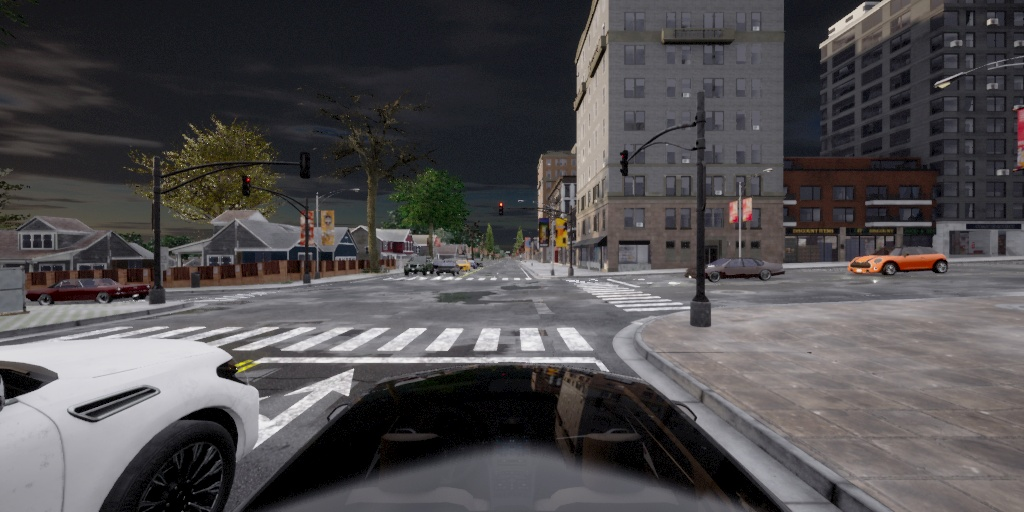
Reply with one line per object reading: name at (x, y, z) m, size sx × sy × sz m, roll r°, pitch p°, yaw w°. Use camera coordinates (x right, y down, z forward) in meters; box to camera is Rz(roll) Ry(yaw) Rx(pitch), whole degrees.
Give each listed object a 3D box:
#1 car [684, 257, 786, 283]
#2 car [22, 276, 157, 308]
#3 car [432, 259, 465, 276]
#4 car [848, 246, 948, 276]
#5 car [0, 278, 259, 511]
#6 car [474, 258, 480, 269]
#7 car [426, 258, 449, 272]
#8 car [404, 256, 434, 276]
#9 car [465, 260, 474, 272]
car at (13.507, 0.793, 21.879) m, size 5.357 × 1.411 × 2.033 m, roll -2°, pitch 0°, yaw 0°
car at (-21.638, 1.807, 18.524) m, size 4.718 × 1.301 × 1.895 m, roll -2°, pitch 0°, yaw 0°
car at (-6.629, 1.316, 37.888) m, size 2.033 × 1.411 × 5.357 m, roll 0°, pitch 0°, yaw 0°
car at (23.427, 0.218, 21.911) m, size 4.553 × 1.767 × 2.097 m, roll -2°, pitch 0°, yaw 0°
car at (-3.146, 0.972, 0.545) m, size 2.150 × 2.045 × 5.566 m, roll 0°, pitch 0°, yaw 0°
car at (-6.640, 1.333, 57.016) m, size 1.812 × 1.442 × 4.674 m, roll 0°, pitch 0°, yaw 0°
car at (-9.884, 1.137, 48.053) m, size 2.097 × 1.767 × 4.553 m, roll 0°, pitch 0°, yaw 0°
car at (-9.875, 0.991, 38.581) m, size 2.150 × 2.045 × 5.566 m, roll 0°, pitch 0°, yaw 0°
car at (-6.637, 1.261, 47.679) m, size 1.882 × 1.535 × 5.008 m, roll 0°, pitch 0°, yaw 0°
